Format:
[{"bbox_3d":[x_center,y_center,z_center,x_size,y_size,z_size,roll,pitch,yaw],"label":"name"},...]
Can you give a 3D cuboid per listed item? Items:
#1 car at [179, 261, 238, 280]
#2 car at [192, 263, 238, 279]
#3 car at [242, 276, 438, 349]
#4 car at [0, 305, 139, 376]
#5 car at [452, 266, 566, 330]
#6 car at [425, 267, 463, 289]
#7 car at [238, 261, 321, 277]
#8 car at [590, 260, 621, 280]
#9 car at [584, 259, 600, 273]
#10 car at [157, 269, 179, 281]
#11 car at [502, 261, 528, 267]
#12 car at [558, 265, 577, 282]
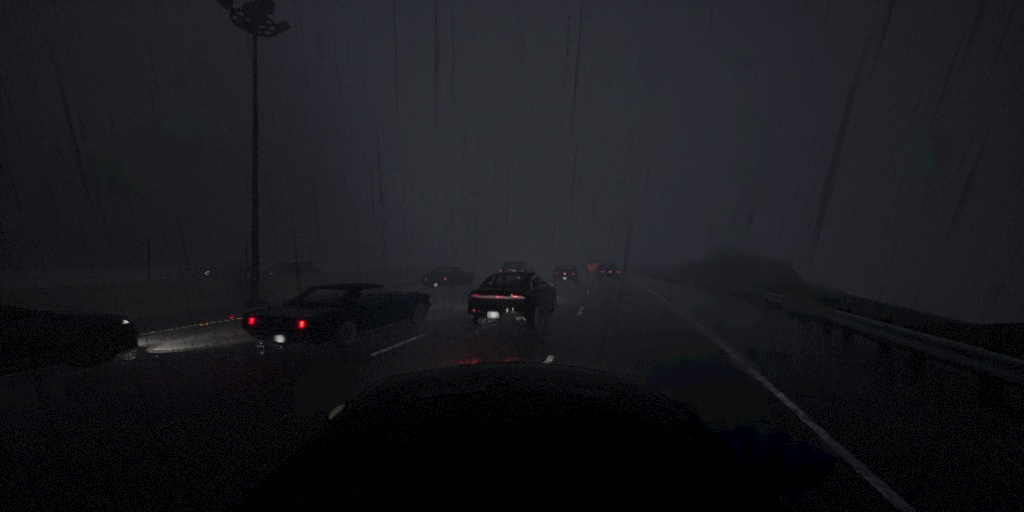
[{"bbox_3d":[-21.337,1.169,26.753,2.097,1.767,4.553,0,0,12],"label":"car"},{"bbox_3d":[-18.358,1.373,24.144,1.994,1.385,4.181,0,0,13],"label":"car"},{"bbox_3d":[-4.011,1.368,9.321,1.895,1.301,4.718,0,0,17],"label":"car"},{"bbox_3d":[-8.884,1.332,5.613,1.994,1.385,4.181,0,0,18],"label":"car"},{"bbox_3d":[0.205,1.256,11.346,2.128,1.511,4.902,0,0,16],"label":"car"},{"bbox_3d":[-3.982,1.389,23.236,1.895,1.301,4.718,0,0,13],"label":"car"},{"bbox_3d":[-14.882,1.156,23.632,2.097,1.767,4.553,0,0,13],"label":"car"},{"bbox_3d":[8.301,1.332,31.343,2.033,1.411,5.357,0,0,9],"label":"car"},{"bbox_3d":[9.887,1.153,43.333,2.097,1.767,4.553,0,0,6],"label":"car"},{"bbox_3d":[-24.674,1.388,27.857,1.994,1.385,4.181,0,0,12],"label":"car"},{"bbox_3d":[0.375,1.141,27.093,2.097,1.767,4.553,0,0,12],"label":"car"},{"bbox_3d":[4.451,1.388,29.611,1.895,1.301,4.718,0,0,10],"label":"car"}]
